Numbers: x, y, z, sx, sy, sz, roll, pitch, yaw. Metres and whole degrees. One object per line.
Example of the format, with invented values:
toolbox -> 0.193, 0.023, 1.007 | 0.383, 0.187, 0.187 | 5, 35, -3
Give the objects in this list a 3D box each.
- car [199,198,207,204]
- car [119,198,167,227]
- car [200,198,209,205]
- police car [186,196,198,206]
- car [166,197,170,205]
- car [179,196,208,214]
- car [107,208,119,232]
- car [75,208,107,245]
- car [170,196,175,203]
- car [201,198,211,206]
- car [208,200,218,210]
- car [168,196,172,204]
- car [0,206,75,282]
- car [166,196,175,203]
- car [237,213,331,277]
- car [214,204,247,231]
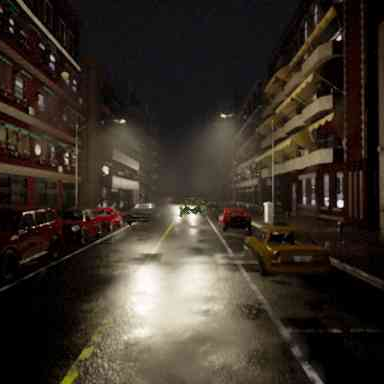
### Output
car -> 2.708, 2.203, 83.490 | 1.802, 1.307, 4.206 | 0, 0, 0
car -> -2.996, 1.319, 21.688 | 2.033, 1.411, 5.357 | 0, 0, 0
car -> 2.706, 2.104, 72.218 | 1.947, 1.339, 4.313 | 0, 0, 0
police car -> 0.012, 1.515, 56.950 | 2.038, 1.542, 4.974 | 0, 0, 0
car -> -5.677, 2.006, 60.951 | 2.008, 1.369, 4.403 | 0, 0, 0
car -> 0.006, 1.181, 27.964 | 2.097, 1.767, 4.553 | 0, 0, 0
car -> -5.684, 1.707, 21.500 | 1.887, 1.381, 4.507 | 0, 0, 0
car -> -5.685, 1.560, 15.864 | 1.967, 1.590, 4.097 | 0, 0, 0
car -> -5.674, 2.124, 77.860 | 1.887, 1.381, 4.507 | 0, 0, 0
car -> 2.706, 2.023, 66.752 | 1.752, 1.417, 4.829 | 0, 0, 0
car -> 2.701, 1.882, 44.038 | 2.008, 1.369, 4.403 | 0, 0, 0
car -> -5.676, 2.047, 66.588 | 2.008, 1.369, 4.403 | 0, 0, 0
car -> -5.685, 1.393, 10.229 | 2.192, 1.841, 5.009 | 0, 0, 0
car -> -5.670, 1.977, 89.135 | 2.192, 1.841, 5.009 | 0, 0, 0
car -> 2.694, 1.605, 10.392 | 1.752, 1.417, 4.829 | 0, 0, 0
car -> 2.696, 1.707, 21.494 | 1.887, 1.381, 4.507 | 0, 0, 0
